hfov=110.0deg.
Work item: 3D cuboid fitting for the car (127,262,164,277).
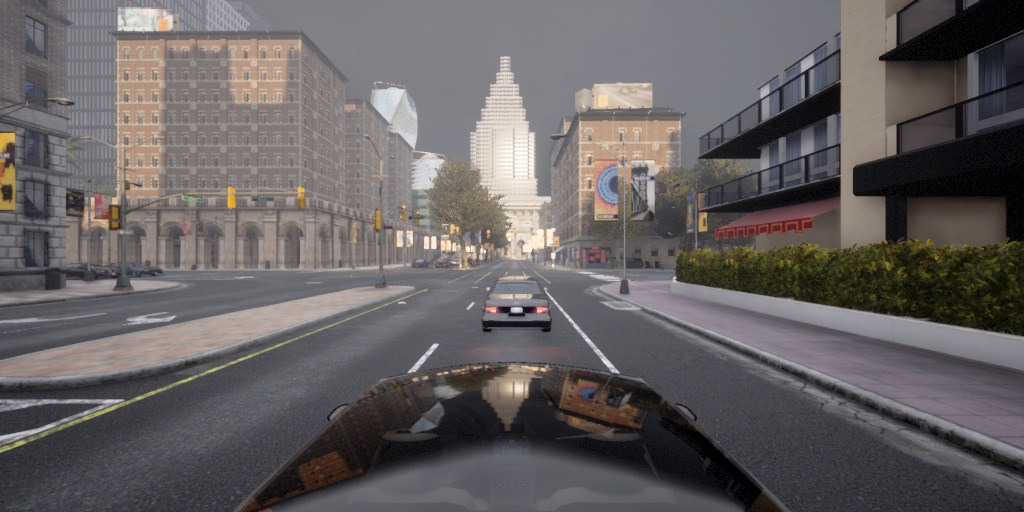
[{"bbox_3d":[-37.008,1.297,34.629,5.357,1.411,2.033,0,0,0],"label":"car"}]

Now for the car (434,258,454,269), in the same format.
[{"bbox_3d":[-11.085,1.312,57.863,1.994,1.385,4.181,0,0,1],"label":"car"}]

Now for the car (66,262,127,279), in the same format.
[{"bbox_3d":[-36.943,1.275,31.137,4.674,1.442,1.812,0,0,0],"label":"car"}]

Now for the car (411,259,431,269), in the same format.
[{"bbox_3d":[-14.586,1.226,57.276,1.882,1.535,5.008,0,0,1],"label":"car"}]

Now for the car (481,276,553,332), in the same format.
[{"bbox_3d":[0.144,1.297,10.812,2.033,1.411,5.357,0,0,1],"label":"car"}]
